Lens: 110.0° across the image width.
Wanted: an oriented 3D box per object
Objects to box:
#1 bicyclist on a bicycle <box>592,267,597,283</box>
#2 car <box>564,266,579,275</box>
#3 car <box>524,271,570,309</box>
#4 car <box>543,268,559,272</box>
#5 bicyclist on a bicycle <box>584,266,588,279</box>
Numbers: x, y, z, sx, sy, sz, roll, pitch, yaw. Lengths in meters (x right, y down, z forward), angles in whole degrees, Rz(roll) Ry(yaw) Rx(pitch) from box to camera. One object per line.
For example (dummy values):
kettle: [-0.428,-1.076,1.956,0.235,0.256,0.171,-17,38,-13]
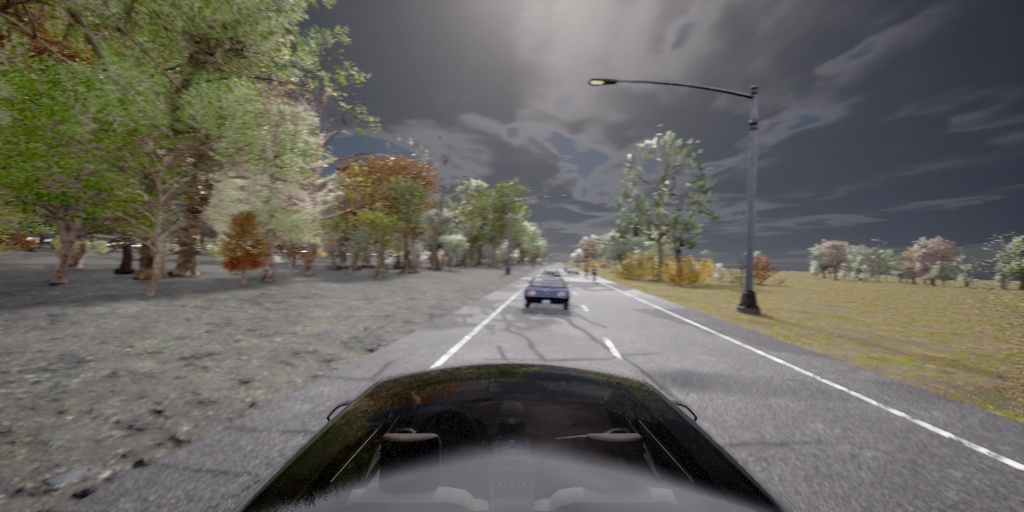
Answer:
bicyclist on a bicycle: [8.294,1.911,36.121,0.582,1.620,1.656,2,-1,7]
car: [10.145,2.410,59.799,1.895,1.301,4.718,2,-1,7]
car: [1.647,1.587,16.616,1.895,1.301,4.718,2,-1,7]
car: [4.252,1.951,39.211,1.895,1.301,4.718,2,-1,7]
bicyclist on a bicycle: [9.318,2.054,45.008,0.582,1.620,1.656,2,-1,7]
